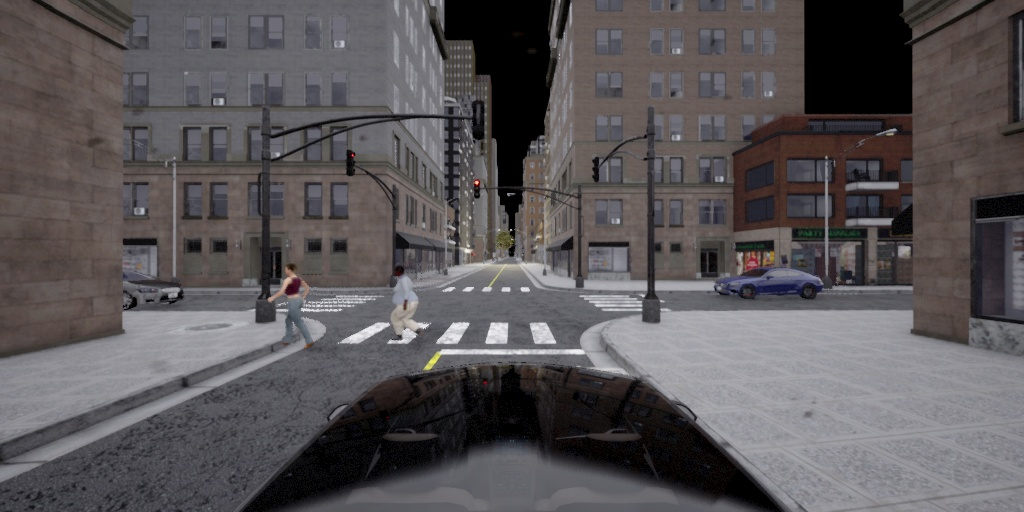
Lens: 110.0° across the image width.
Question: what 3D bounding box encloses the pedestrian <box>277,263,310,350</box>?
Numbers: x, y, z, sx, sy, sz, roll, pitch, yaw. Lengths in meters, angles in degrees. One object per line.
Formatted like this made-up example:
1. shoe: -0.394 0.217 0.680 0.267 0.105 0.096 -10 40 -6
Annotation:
1. pedestrian: -4.687 1.043 7.710 0.375 1.860 0.375 0 0 0

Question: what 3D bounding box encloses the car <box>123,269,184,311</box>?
1. car: -15.566 1.246 13.866 4.902 1.511 2.128 0 0 0

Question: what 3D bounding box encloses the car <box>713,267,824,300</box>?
1. car: 12.134 1.258 17.065 4.674 1.442 1.812 -1 0 -2

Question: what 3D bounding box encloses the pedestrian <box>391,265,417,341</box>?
1. pedestrian: -2.500 1.042 8.308 0.375 1.860 0.375 0 0 0
